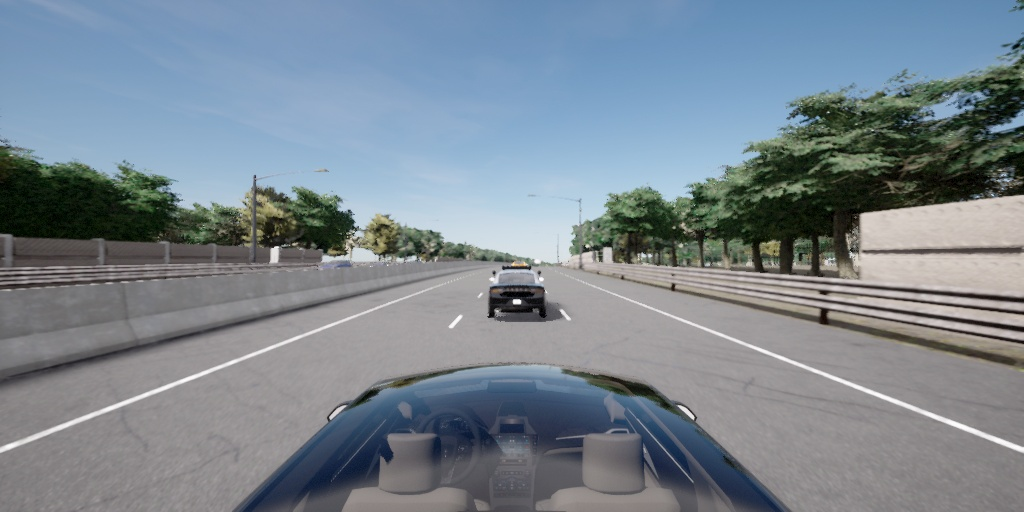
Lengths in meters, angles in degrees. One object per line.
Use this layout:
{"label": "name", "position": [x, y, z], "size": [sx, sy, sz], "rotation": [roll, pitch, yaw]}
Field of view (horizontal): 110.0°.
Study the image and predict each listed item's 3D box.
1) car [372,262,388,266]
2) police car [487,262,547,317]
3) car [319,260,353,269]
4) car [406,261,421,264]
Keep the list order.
{"label": "car", "position": [-16.727, 1.496, 45.627], "size": [1.994, 1.385, 4.181], "rotation": [0, 0, 2]}
{"label": "police car", "position": [0.178, 1.175, 13.325], "size": [1.930, 1.638, 5.238], "rotation": [0, 0, 1]}
{"label": "car", "position": [-20.372, 1.252, 41.685], "size": [2.097, 1.767, 4.553], "rotation": [0, 0, 2]}
{"label": "car", "position": [-13.138, 1.456, 47.653], "size": [1.837, 1.490, 4.892], "rotation": [0, -1, 3]}
